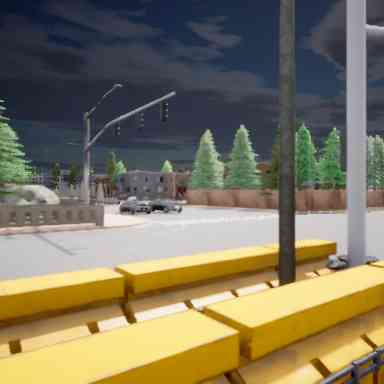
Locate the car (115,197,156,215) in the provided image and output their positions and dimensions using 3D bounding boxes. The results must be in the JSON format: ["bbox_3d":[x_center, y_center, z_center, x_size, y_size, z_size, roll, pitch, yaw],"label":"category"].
[{"bbox_3d":[-5.774,1.554,33.784,1.994,1.385,4.181,0,0,-36],"label":"car"}]

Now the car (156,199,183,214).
[{"bbox_3d":[-2.863,1.479,35.732,2.128,1.511,4.902,0,0,-36],"label":"car"}]

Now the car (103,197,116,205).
[{"bbox_3d":[-13.873,1.548,57.148,1.994,1.385,4.181,0,0,-36],"label":"car"}]
